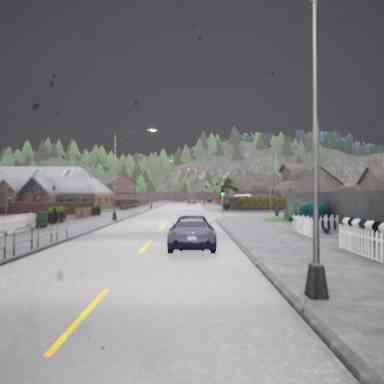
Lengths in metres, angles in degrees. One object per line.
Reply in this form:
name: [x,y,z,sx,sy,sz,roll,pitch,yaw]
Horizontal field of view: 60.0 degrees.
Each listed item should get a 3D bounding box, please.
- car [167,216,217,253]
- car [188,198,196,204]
car: [-0.001,1.698,14.288,1.994,1.385,4.181,0,0,0]
car: [-0.019,2.250,80.545,1.994,1.385,4.181,0,-1,0]
